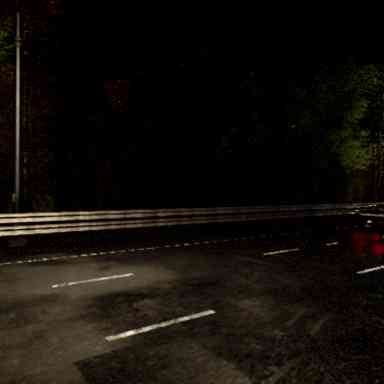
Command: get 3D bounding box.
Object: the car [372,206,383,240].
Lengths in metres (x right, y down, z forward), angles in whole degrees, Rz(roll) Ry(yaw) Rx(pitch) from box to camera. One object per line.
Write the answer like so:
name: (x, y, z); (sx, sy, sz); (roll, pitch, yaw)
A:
car: (10.844, 1.550, 15.775); (5.008, 1.535, 1.882); (0, 0, -35)

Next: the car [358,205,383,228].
car: (12.610, 1.583, 21.334); (4.902, 1.511, 2.128); (0, 0, -35)
